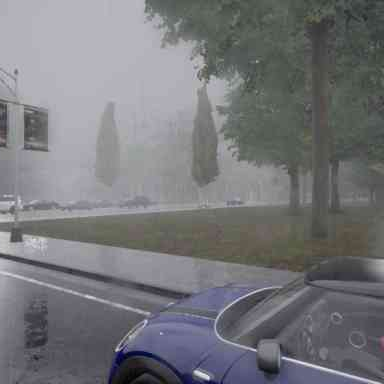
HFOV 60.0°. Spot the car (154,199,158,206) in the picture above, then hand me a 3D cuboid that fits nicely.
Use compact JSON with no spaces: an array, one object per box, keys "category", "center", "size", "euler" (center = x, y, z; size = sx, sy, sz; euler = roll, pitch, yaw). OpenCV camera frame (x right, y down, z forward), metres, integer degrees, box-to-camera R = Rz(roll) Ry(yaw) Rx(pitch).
[{"category":"car","center":[-8.131,1.836,59.636],"size":[2.128,1.511,4.902],"euler":[0,0,36]}]

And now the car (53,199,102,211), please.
[{"category":"car","center":[-15.102,1.778,44.062],"size":[2.033,1.411,5.357],"euler":[0,0,35]}]

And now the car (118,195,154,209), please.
[{"category":"car","center":[-9.113,1.514,52.615],"size":[2.150,2.045,5.566],"euler":[0,0,36]}]

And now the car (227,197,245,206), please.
[{"category":"car","center":[8.809,1.818,66.574],"size":[2.097,1.767,4.553],"euler":[0,-1,35]}]

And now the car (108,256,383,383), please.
[{"category":"car","center":[1.416,1.352,2.679],"size":[4.553,1.767,2.097],"euler":[0,0,36]}]

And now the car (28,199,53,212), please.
[{"category":"car","center":[-19.759,1.695,43.073],"size":[1.882,1.535,5.008],"euler":[0,0,35]}]

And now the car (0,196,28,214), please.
[{"category":"car","center":[-21.065,1.399,35.546],"size":[2.150,2.045,5.566],"euler":[0,0,34]}]

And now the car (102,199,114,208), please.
[{"category":"car","center":[-14.077,1.837,51.192],"size":[1.994,1.385,4.181],"euler":[0,0,35]}]
